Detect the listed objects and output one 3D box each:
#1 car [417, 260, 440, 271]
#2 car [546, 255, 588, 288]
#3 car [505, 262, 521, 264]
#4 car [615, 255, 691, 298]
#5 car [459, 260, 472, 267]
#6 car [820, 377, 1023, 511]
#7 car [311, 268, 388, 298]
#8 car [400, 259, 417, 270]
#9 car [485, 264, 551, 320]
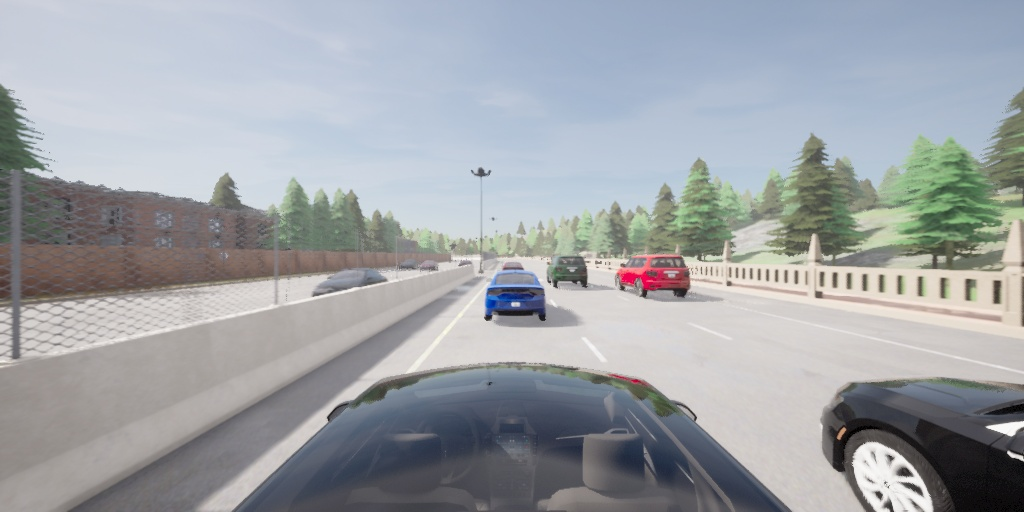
[{"bbox_3d":[-11.013,1.262,48.314,1.812,1.442,4.674,0,0,-1],"label":"car"},{"bbox_3d":[3.603,0.965,24.081,2.150,2.045,5.566,0,0,0],"label":"car"},{"bbox_3d":[0.070,1.219,31.032,1.882,1.535,5.008,0,0,-1],"label":"car"},{"bbox_3d":[7.103,0.967,18.632,2.150,2.045,5.566,0,0,0],"label":"car"},{"bbox_3d":[-7.805,1.297,61.274,1.994,1.385,4.181,0,0,-1],"label":"car"},{"bbox_3d":[3.599,1.255,1.098,1.837,1.490,4.892,0,0,0],"label":"car"},{"bbox_3d":[-7.099,1.271,16.238,1.812,1.442,4.674,0,0,0],"label":"car"},{"bbox_3d":[-14.597,1.240,51.374,1.837,1.490,4.892,0,0,-1],"label":"car"},{"bbox_3d":[0.112,1.225,12.673,1.882,1.535,5.008,0,0,0],"label":"car"}]
